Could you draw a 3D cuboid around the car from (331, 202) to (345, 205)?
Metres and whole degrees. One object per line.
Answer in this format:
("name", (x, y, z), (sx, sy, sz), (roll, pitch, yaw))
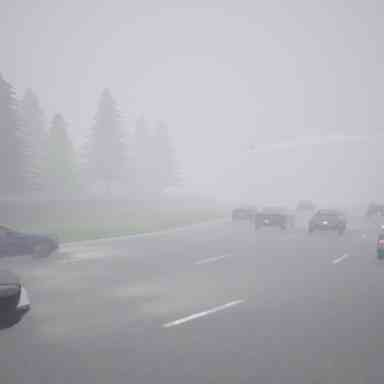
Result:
("car", (16.624, 1.840, 37.882), (1.812, 1.442, 4.674), (-1, -1, 24))

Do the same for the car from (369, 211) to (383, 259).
("car", (8.058, 1.633, 12.317), (2.033, 1.411, 5.357), (-1, -1, 35))

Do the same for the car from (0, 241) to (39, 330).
("car", (-4.929, 1.696, 4.670), (4.718, 1.301, 1.895), (0, -1, -34))

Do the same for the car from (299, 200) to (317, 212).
("car", (14.119, 1.719, 40.841), (2.097, 1.767, 4.553), (-1, -1, 24))

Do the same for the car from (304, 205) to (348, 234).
("car", (8.578, 1.743, 20.813), (1.994, 1.385, 4.181), (-1, -1, 28))

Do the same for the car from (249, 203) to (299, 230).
("car", (5.784, 1.702, 22.878), (1.882, 1.535, 5.008), (-1, -1, 27))

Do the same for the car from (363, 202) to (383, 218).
("car", (18.046, 1.747, 32.563), (1.837, 1.490, 4.892), (-1, -1, 25))

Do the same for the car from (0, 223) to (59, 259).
("car", (-7.185, 1.719, 11.706), (4.674, 1.442, 1.812), (0, 0, -37))

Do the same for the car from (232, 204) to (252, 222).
("car", (5.012, 1.781, 29.271), (1.882, 1.535, 5.008), (-1, -1, 25))
